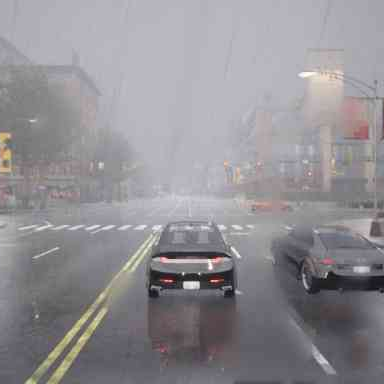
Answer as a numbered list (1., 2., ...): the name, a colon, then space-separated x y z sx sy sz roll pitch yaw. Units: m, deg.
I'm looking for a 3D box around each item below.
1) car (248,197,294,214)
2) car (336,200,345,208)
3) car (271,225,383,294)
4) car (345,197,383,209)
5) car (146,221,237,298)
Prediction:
1. car: 8.246 1.350 34.779 4.553 1.767 2.097 0 0 0
2. car: 22.805 1.489 46.564 4.902 1.511 2.128 0 0 0
3. car: 3.482 1.563 8.845 1.994 1.385 4.181 0 0 0
4. car: 23.025 1.475 43.069 5.008 1.535 1.882 0 0 0
5. car: -0.018 1.491 8.509 2.128 1.511 4.902 0 0 0
